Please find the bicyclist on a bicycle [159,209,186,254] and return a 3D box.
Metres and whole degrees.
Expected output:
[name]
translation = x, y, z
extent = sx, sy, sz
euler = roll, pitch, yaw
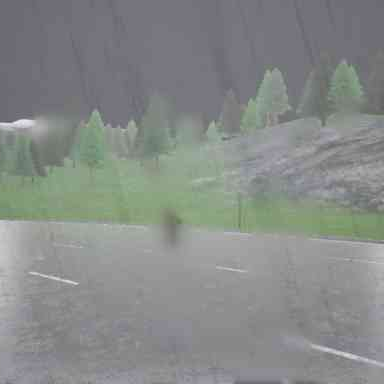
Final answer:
[bicyclist on a bicycle]
translation = -0.731, 1.455, 12.521
extent = 0.582, 1.620, 1.656
euler = 0, 2, 35
